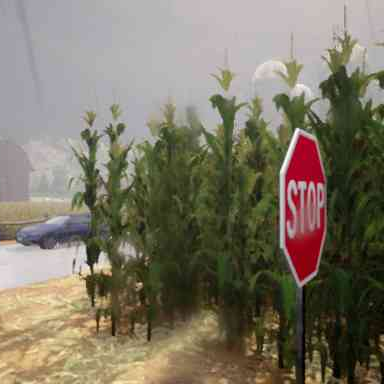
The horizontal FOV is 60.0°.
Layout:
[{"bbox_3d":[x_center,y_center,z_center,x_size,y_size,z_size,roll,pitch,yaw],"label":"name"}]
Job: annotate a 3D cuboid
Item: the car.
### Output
[{"bbox_3d":[-5.776,1.739,15.739,1.812,1.442,4.674,0,-1,37],"label":"car"}]
